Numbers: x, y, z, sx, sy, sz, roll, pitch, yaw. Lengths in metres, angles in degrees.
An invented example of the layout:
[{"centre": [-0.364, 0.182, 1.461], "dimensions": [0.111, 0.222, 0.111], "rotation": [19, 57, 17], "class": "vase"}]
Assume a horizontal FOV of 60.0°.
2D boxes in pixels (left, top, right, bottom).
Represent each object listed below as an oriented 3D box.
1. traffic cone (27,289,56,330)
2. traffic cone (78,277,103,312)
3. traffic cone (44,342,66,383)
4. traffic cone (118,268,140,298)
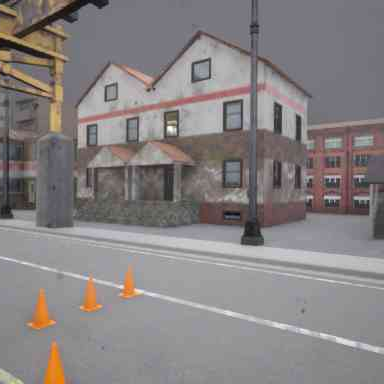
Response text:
[{"centre": [-2.546, 1.949, 5.630], "dimensions": [0.340, 0.580, 0.340], "rotation": [0, 0, 36], "class": "traffic cone"}, {"centre": [-1.960, 1.949, 6.441], "dimensions": [0.340, 0.580, 0.340], "rotation": [0, 0, 36], "class": "traffic cone"}, {"centre": [-1.509, 1.952, 3.648], "dimensions": [0.340, 0.580, 0.340], "rotation": [0, 0, 36], "class": "traffic cone"}, {"centre": [-1.375, 1.949, 7.251], "dimensions": [0.340, 0.580, 0.340], "rotation": [0, 0, 36], "class": "traffic cone"}]
